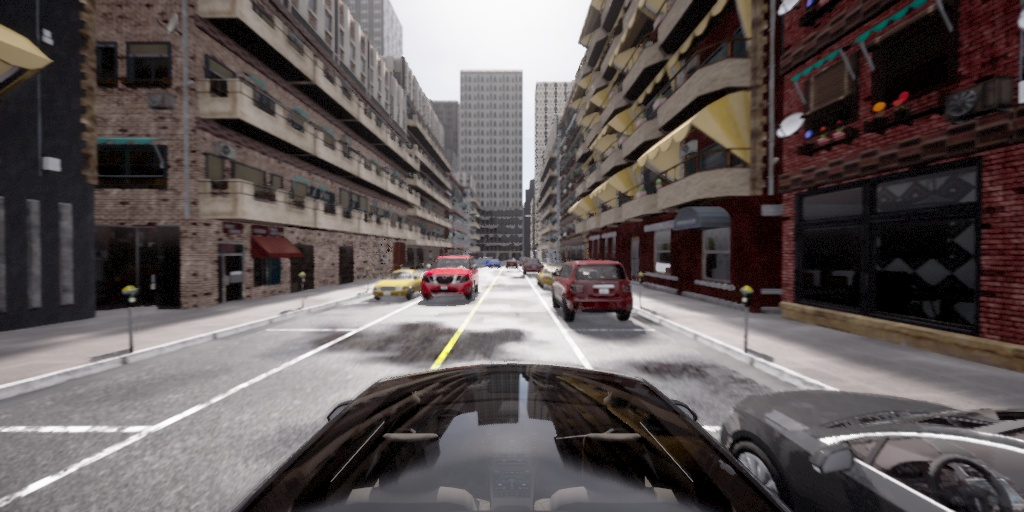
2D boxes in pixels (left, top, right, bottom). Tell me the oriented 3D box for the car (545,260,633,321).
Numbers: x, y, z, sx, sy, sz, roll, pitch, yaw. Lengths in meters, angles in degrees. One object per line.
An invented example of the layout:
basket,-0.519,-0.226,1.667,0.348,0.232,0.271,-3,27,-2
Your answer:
car,2.559,1.061,12.334,2.192,1.841,5.009,0,0,0

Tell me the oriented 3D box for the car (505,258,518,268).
car,-0.028,1.204,58.329,1.882,1.535,5.008,0,0,0

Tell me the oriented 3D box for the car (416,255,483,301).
car,-2.850,0.966,17.705,2.150,2.045,5.566,0,0,0

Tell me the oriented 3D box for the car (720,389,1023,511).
car,2.564,1.301,1.235,2.007,1.370,4.403,0,0,0

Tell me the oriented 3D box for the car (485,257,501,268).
car,-2.829,1.204,58.319,1.882,1.535,5.008,0,0,1

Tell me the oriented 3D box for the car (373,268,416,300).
car,-5.324,1.269,17.688,1.751,1.417,4.829,0,0,0

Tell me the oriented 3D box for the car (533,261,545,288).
car,2.553,1.268,23.601,1.751,1.417,4.829,0,0,0

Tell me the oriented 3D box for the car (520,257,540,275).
car,2.244,1.089,38.741,2.097,1.767,4.553,0,0,0
